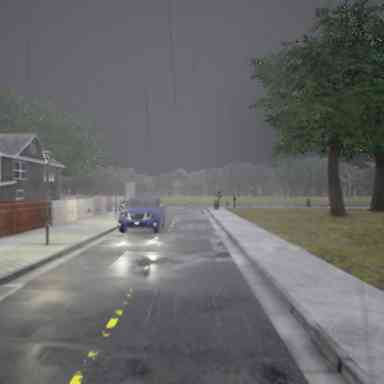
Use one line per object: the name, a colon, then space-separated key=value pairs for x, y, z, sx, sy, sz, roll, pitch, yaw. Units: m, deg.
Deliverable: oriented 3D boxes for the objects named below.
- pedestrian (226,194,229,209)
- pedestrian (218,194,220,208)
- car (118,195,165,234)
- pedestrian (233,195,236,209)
pedestrian: x=4.541 y=1.199 z=42.741 sx=0.375 sy=1.860 sz=0.375 roll=0 pitch=0 yaw=0
pedestrian: x=3.542 y=1.186 z=43.942 sx=0.375 sy=1.860 sz=0.375 roll=0 pitch=0 yaw=0
car: x=-2.835 y=1.241 z=19.841 sx=2.150 sy=2.045 sz=5.566 roll=0 pitch=0 yaw=0
pedestrian: x=5.542 y=1.226 z=43.340 sx=0.375 sy=1.860 sz=0.375 roll=0 pitch=0 yaw=0
